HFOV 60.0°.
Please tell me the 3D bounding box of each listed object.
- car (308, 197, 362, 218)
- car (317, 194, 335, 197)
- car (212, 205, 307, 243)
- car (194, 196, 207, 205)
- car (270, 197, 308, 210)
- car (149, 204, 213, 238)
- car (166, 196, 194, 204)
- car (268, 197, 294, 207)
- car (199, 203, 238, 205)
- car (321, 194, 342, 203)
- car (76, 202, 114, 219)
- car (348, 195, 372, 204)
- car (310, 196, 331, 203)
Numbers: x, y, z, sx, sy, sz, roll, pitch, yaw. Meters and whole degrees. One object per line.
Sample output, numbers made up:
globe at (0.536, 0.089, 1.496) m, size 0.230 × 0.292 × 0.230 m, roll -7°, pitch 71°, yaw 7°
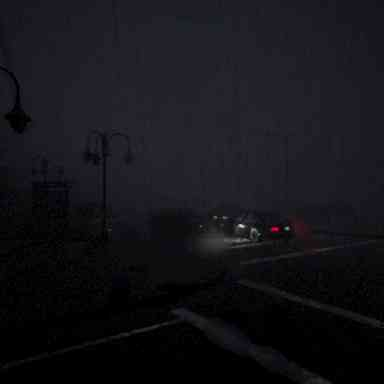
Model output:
car at (12.844, 1.511, 30.043) m, size 1.845 × 1.501 × 3.633 m, roll 0°, pitch 0°, yaw -36°
car at (22.538, 1.544, 59.484) m, size 2.007 × 1.523 × 4.514 m, roll 0°, pitch 0°, yaw -36°
car at (3.190, 1.616, 16.590) m, size 2.033 × 1.411 × 5.357 m, roll 0°, pitch 0°, yaw -21°
car at (0.270, 1.481, 53.111) m, size 2.152 × 1.636 × 5.027 m, roll 0°, pitch 0°, yaw -36°
car at (10.971, 1.534, 37.817) m, size 1.970 × 1.475 × 3.806 m, roll 0°, pitch 0°, yaw -36°
car at (-0.460, 1.608, 18.611) m, size 2.033 × 1.411 × 5.357 m, roll 0°, pitch 0°, yaw -36°
car at (-2.256, 1.476, 51.250) m, size 2.007 × 1.523 × 4.514 m, roll 0°, pitch 0°, yaw -36°
car at (14.371, 1.522, 53.726) m, size 1.845 × 1.501 × 3.633 m, roll 0°, pitch 0°, yaw -36°
car at (2.693, 1.568, 23.698) m, size 2.033 × 1.411 × 5.357 m, roll 0°, pitch 3°, yaw 28°
car at (31.217, 1.392, 74.443) m, size 1.905 × 1.878 × 3.866 m, roll 0°, pitch 0°, yaw -36°
car at (-8.853, 1.607, 30.047) m, size 2.033 × 1.411 × 5.357 m, roll 0°, pitch 0°, yaw -36°
car at (33.101, 1.398, 66.126) m, size 1.932 × 1.855 × 4.605 m, roll 0°, pitch 0°, yaw -36°
car at (28.153, 1.662, 73.012) m, size 1.970 × 1.475 × 3.806 m, roll 0°, pitch 0°, yaw -36°
